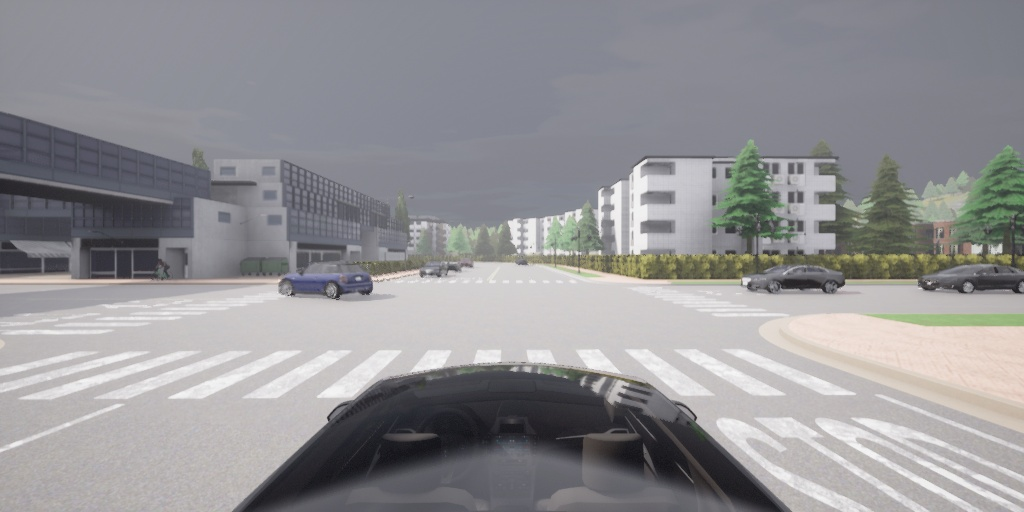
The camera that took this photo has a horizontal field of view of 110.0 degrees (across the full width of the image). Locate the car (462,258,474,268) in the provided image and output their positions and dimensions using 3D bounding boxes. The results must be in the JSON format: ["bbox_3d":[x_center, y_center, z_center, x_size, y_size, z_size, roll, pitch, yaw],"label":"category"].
[{"bbox_3d":[-7.477,1.059,58.369,2.097,1.767,4.553,0,0,0],"label":"car"}]

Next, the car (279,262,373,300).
[{"bbox_3d":[-9.151,1.090,17.591,4.553,1.767,2.097,0,0,23],"label":"car"}]

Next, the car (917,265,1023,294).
[{"bbox_3d":[24.904,1.224,19.330,4.892,1.490,1.837,0,0,0],"label":"car"}]

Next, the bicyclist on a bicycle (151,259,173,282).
[{"bbox_3d":[-25.426,1.035,26.069,0.582,1.620,1.656,0,0,0],"label":"bicyclist on a bicycle"}]

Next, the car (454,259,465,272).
[{"bbox_3d":[-7.360,1.318,43.935,1.895,1.301,4.718,0,0,0],"label":"car"}]

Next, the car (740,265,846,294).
[{"bbox_3d":[14.967,1.211,19.266,4.902,1.511,2.128,0,0,0],"label":"car"}]

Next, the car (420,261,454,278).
[{"bbox_3d":[-7.315,1.217,34.025,2.128,1.511,4.902,0,0,1],"label":"car"}]
